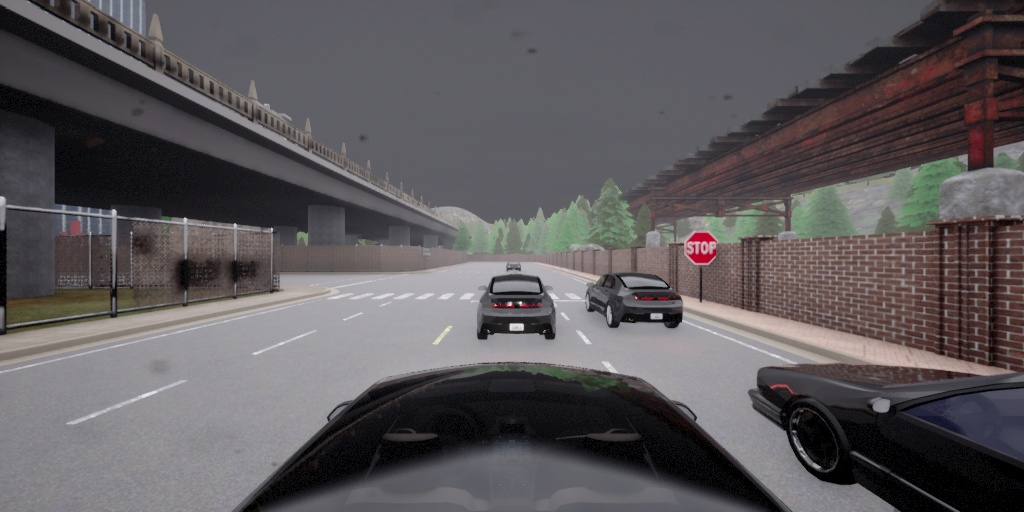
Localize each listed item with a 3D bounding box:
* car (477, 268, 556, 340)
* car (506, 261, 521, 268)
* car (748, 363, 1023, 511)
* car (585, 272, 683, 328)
[{"bbox_3d":[0.103,1.254,9.977,1.837,1.490,4.892,0,0,0],"label":"car"},{"bbox_3d":[0.205,1.345,46.264,1.895,1.301,4.718,0,0,-1],"label":"car"},{"bbox_3d":[3.600,1.297,1.588,2.033,1.411,5.357,0,0,0],"label":"car"},{"bbox_3d":[3.605,1.254,11.334,1.837,1.490,4.892,0,0,0],"label":"car"}]
